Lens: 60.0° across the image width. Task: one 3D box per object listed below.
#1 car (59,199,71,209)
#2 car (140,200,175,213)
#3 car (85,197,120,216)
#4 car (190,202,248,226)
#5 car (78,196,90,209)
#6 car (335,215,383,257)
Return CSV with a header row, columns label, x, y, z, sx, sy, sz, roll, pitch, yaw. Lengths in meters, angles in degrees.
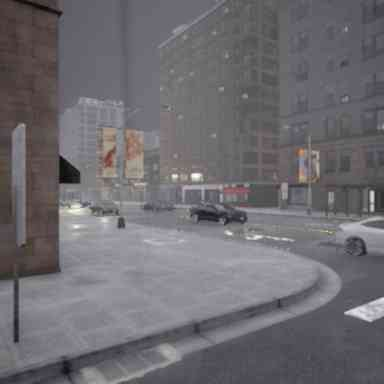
label,x,y,z,sx,sy,sz,roll,pitch,yaw
car,-18.600,1.595,47.087,1.895,1.301,4.718,0,0,-36
car,-4.010,1.575,38.039,2.033,1.411,5.357,0,0,-36
car,-8.699,1.547,33.089,1.837,1.490,4.892,0,0,-36
car,1.840,1.484,23.937,1.882,1.535,5.008,0,0,-36
car,-13.551,1.414,45.547,2.097,1.767,4.553,0,0,-35
car,7.117,1.518,10.976,1.812,1.442,4.674,0,0,-36
